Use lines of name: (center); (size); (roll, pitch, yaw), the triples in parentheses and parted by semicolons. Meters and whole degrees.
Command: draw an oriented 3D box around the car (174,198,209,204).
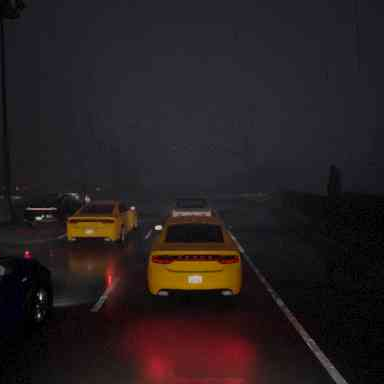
car: (-0.023, 0.973, 17.764); (1.895, 1.301, 4.718); (0, 3, 0)

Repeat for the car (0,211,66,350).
car: (-3.427, 1.313, 3.887); (2.097, 1.767, 4.553); (0, 1, 0)

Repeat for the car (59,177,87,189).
car: (-17.967, -1.145, 49.752); (2.150, 2.045, 5.566); (0, 3, 0)

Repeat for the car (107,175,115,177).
car: (-21.685, -3.450, 89.288); (2.150, 2.045, 5.566); (0, 3, 0)

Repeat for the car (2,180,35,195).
car: (-21.407, -0.549, 41.142); (2.097, 1.767, 4.553); (0, 3, 0)

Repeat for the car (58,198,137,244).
car: (-3.495, 1.061, 13.718); (1.882, 1.535, 5.008); (0, 3, 0)

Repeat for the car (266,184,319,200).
car: (10.203, 0.074, 34.405); (4.718, 1.301, 1.895); (0, 3, 3)

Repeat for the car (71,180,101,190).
car: (-14.441, -0.534, 45.500); (1.895, 1.301, 4.718); (0, 3, 0)

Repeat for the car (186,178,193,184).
car: (-0.663, -2.835, 86.568); (2.128, 1.511, 4.902); (0, 3, 0)

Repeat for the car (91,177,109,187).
car: (-18.011, -1.653, 64.096); (2.128, 1.511, 4.902); (0, 3, 0)

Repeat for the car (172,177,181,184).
car: (-4.160, -2.872, 86.078); (1.882, 1.535, 5.008); (0, 3, 0)

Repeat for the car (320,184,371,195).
car: (17.666, -0.217, 37.783); (4.902, 1.511, 2.128); (0, 3, 2)

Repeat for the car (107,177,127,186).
car: (-14.528, -1.672, 64.717); (1.837, 1.490, 4.892); (0, 3, 0)

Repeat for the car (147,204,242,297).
car: (0.043, 1.316, 8.395); (1.882, 1.535, 5.008); (0, 2, 0)

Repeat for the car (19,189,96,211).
car: (-7.024, 0.865, 17.628); (2.128, 1.511, 4.902); (0, 3, 0)

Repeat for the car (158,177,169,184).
car: (-7.659, -2.821, 86.054); (2.128, 1.511, 4.902); (0, 3, 0)

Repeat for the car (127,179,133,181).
car: (-14.577, -2.283, 75.451); (1.882, 1.535, 5.008); (0, 3, 0)

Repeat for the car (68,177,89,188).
car: (-21.504, -1.875, 63.224); (2.150, 2.045, 5.566); (0, 3, 0)

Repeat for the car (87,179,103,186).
car: (-21.564, -2.149, 73.817); (2.128, 1.511, 4.902); (0, 3, 0)
